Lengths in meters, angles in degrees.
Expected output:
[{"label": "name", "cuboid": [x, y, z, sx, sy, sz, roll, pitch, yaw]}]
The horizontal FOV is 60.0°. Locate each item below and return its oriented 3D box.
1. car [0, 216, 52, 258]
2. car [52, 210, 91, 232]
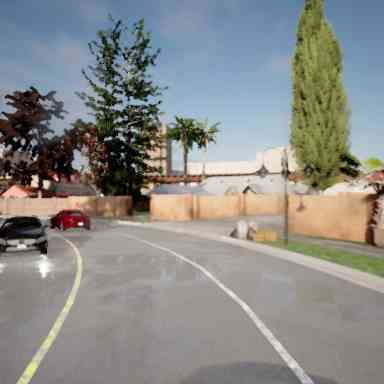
[{"label": "car", "cuboid": [-7.160, 1.768, 14.104, 1.812, 1.442, 4.674, 1, -1, -26]}, {"label": "car", "cuboid": [-8.627, 1.963, 23.461, 1.812, 1.442, 4.674, 1, -2, -37]}]
